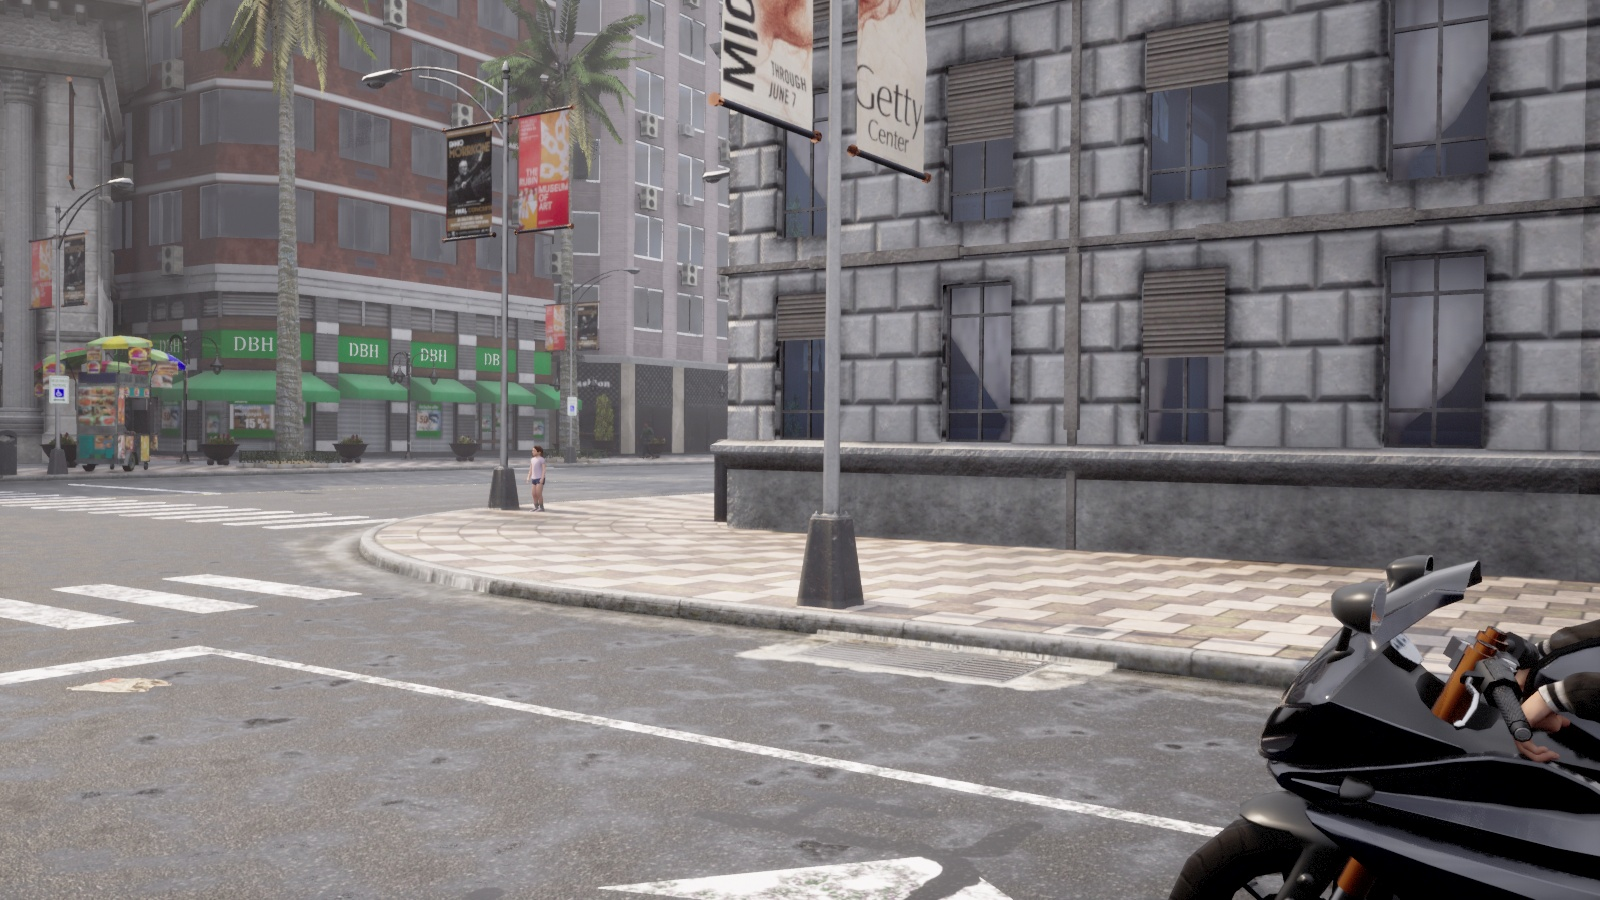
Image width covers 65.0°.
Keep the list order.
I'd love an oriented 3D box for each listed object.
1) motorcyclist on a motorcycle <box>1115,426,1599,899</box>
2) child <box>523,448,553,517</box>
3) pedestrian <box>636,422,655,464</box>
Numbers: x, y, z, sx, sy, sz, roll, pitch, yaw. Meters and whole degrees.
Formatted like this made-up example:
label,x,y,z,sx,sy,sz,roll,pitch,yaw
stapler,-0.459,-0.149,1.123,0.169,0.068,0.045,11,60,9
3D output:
label,x,y,z,sx,sy,sz,roll,pitch,yaw
motorcyclist on a motorcycle,1.824,0.717,2.412,2.191,1.530,0.866,0,1,34
child,-4.263,0.527,20.450,0.255,1.110,0.394,0,1,42
pedestrian,-7.227,-0.350,58.824,0.423,1.949,0.788,0,1,45
